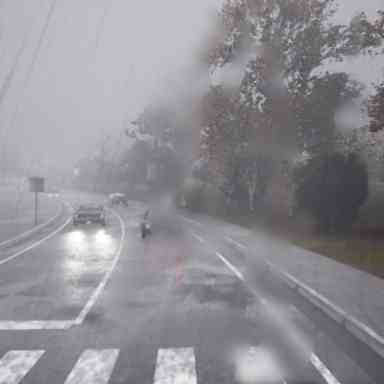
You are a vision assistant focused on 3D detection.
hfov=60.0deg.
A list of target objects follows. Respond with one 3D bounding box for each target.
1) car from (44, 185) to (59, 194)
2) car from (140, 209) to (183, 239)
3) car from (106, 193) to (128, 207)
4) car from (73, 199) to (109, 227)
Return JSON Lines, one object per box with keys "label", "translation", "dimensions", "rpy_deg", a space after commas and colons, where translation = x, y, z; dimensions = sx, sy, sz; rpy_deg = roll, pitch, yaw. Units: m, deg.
{"label": "car", "translation": [-25.017, -0.463, 59.144], "dimensions": [2.033, 1.411, 5.357], "rpy_deg": [2, 2, -34]}
{"label": "car", "translation": [-1.705, 1.506, 16.918], "dimensions": [1.895, 1.301, 4.718], "rpy_deg": [0, 1, -10]}
{"label": "car", "translation": [-8.875, 0.848, 39.006], "dimensions": [1.837, 1.490, 4.892], "rpy_deg": [1, 2, -25]}
{"label": "car", "translation": [-6.426, 1.399, 21.186], "dimensions": [1.895, 1.301, 4.718], "rpy_deg": [0, 1, -14]}
